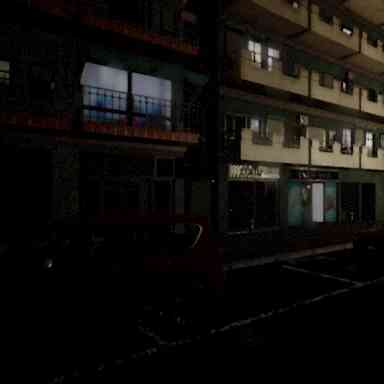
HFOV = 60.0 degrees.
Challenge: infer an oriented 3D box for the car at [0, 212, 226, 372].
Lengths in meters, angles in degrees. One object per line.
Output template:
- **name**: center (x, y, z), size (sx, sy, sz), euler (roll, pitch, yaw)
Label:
- **car**: center (-1.705, 1.312, 5.345), size (5.009, 1.841, 2.192), euler (0, 0, -35)

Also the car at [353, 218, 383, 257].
- **car**: center (7.526, 1.523, 11.904), size (4.507, 1.381, 1.887), euler (0, 0, -35)
